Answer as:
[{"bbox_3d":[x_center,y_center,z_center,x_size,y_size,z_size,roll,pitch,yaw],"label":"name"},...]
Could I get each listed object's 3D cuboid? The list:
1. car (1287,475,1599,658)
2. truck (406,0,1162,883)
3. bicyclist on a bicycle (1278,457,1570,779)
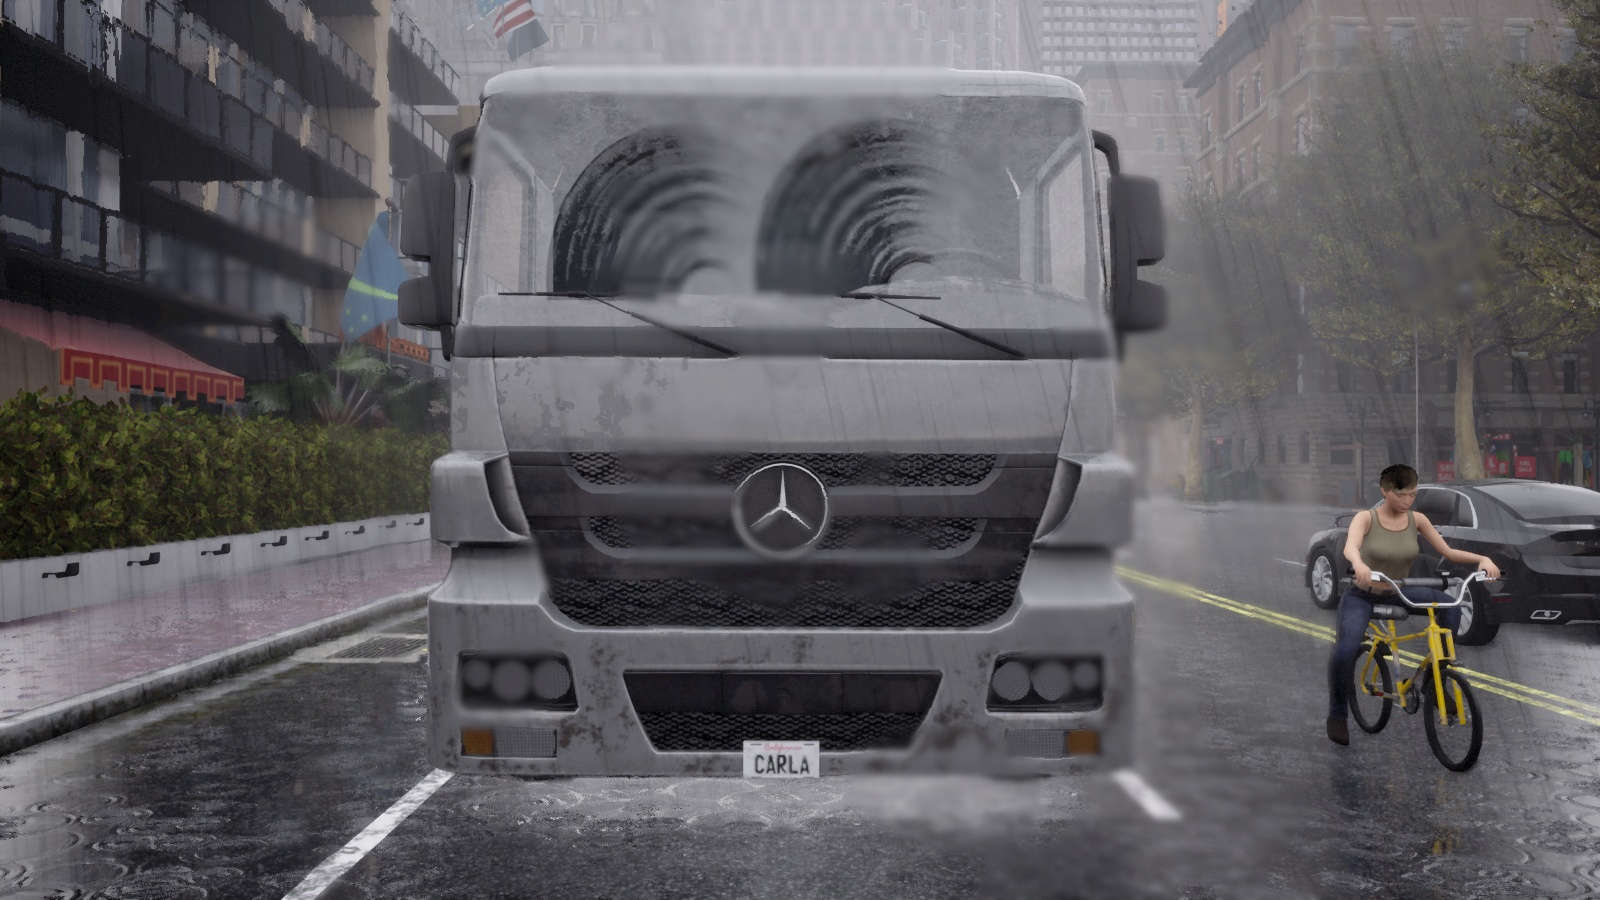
[{"bbox_3d":[6.867,1.007,12.815,1.837,1.490,4.892,0,-1,-1],"label":"car"},{"bbox_3d":[-0.100,-0.020,8.798,2.891,3.462,7.936,0,-1,-1],"label":"truck"},{"bbox_3d":[3.422,0.856,7.063,0.866,1.612,1.509,0,-1,0],"label":"bicyclist on a bicycle"}]
